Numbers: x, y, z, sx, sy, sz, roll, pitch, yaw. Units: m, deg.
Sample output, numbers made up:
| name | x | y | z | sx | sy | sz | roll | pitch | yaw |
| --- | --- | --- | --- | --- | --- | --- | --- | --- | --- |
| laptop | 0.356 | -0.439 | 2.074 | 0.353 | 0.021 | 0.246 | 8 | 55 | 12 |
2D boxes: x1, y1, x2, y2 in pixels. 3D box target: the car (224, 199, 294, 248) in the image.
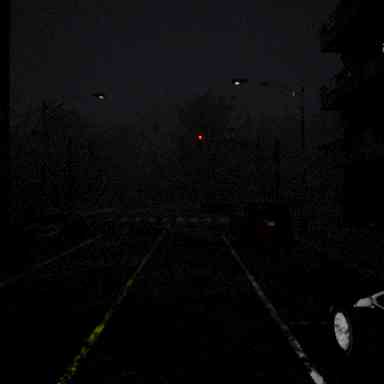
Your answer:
| name | x | y | z | sx | sy | sz | roll | pitch | yaw |
| --- | --- | --- | --- | --- | --- | --- | --- | --- | --- |
| car | 2.836 | 1.223 | 14.313 | 2.192 | 1.841 | 5.009 | 1 | 0 | 0 |

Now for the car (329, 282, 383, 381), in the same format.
| name | x | y | z | sx | sy | sz | roll | pitch | yaw |
| --- | --- | --- | --- | --- | --- | --- | --- | --- | --- |
| car | 2.837 | 1.530 | 3.180 | 2.008 | 1.369 | 4.403 | 1 | 0 | 0 |

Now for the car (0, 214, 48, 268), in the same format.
| name | x | y | z | sx | sy | sz | roll | pitch | yaw |
| --- | --- | --- | --- | --- | --- | --- | --- | --- | --- |
| car | -5.813 | 1.509 | 8.778 | 1.947 | 1.339 | 4.313 | 1 | 0 | 0 |

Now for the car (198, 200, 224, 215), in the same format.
| name | x | y | z | sx | sy | sz | roll | pitch | yaw |
| --- | --- | --- | --- | --- | --- | --- | --- | --- | --- |
| car | 2.625 | 1.382 | 30.482 | 4.181 | 1.385 | 1.994 | 0 | 0 | 1 |

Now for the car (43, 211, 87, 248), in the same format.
| name | x | y | z | sx | sy | sz | roll | pitch | yaw |
| --- | --- | --- | --- | --- | --- | --- | --- | --- | --- |
| car | -5.814 | 1.489 | 14.346 | 1.802 | 1.307 | 4.206 | 1 | 0 | 0 |
